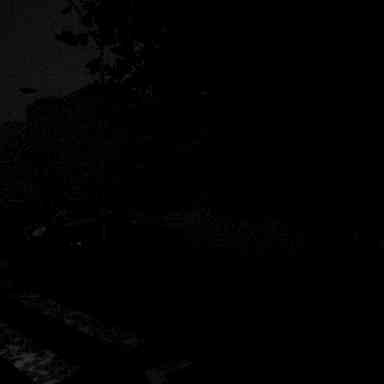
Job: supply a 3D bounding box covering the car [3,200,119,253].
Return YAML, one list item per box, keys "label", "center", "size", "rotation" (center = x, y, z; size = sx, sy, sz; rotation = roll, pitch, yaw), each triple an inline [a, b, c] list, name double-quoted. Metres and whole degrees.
- label: "car"
  center: [-4.696, 1.378, 13.516]
  size: [2.185, 1.767, 4.553]
  rotation: [0, 0, 41]

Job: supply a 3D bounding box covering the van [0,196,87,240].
- label: "van"
  center: [-6.867, 1.274, 15.221]
  size: [1.878, 1.987, 4.442]
  rotation: [0, 0, 41]

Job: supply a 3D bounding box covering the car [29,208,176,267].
- label: "car"
  center: [-2.648, 1.507, 11.673]
  size: [2.231, 1.521, 4.892]
  rotation: [0, 0, 41]
